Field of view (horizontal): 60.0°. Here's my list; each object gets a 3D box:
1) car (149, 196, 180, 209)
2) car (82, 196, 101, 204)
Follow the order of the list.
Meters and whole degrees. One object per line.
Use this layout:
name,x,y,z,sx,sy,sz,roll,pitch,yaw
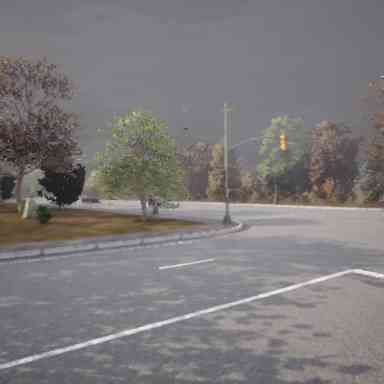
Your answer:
car,-3.369,1.173,40.125,2.128,1.511,4.902,-2,1,-39
car,-17.360,1.392,57.643,1.895,1.301,4.718,-2,0,-39
